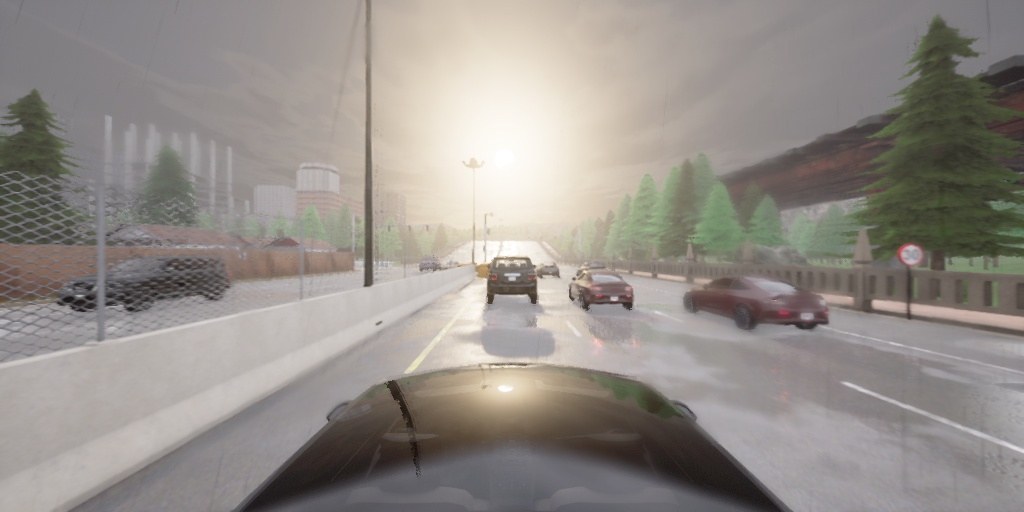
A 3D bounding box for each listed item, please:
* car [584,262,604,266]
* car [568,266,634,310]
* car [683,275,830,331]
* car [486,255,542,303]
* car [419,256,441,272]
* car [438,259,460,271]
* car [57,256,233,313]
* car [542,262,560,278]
[{"bbox_3d":[6.891,1.270,30.956,2.128,1.511,4.902,0,0,0],"label":"car"},{"bbox_3d":[3.503,1.288,14.630,1.812,1.442,4.674,0,0,0],"label":"car"},{"bbox_3d":[7.026,1.281,10.847,1.812,1.442,4.674,0,0,0],"label":"car"},{"bbox_3d":[-0.011,0.990,16.914,2.150,2.045,5.566,0,0,0],"label":"car"},{"bbox_3d":[-10.836,1.029,48.358,2.150,2.045,5.566,0,0,0],"label":"car"},{"bbox_3d":[-7.344,1.355,44.431,2.033,1.411,5.357,0,0,0],"label":"car"},{"bbox_3d":[-14.194,1.000,14.511,2.150,2.045,5.566,0,0,0],"label":"car"},{"bbox_3d":[3.370,1.277,33.952,2.128,1.511,4.902,0,0,0],"label":"car"}]
